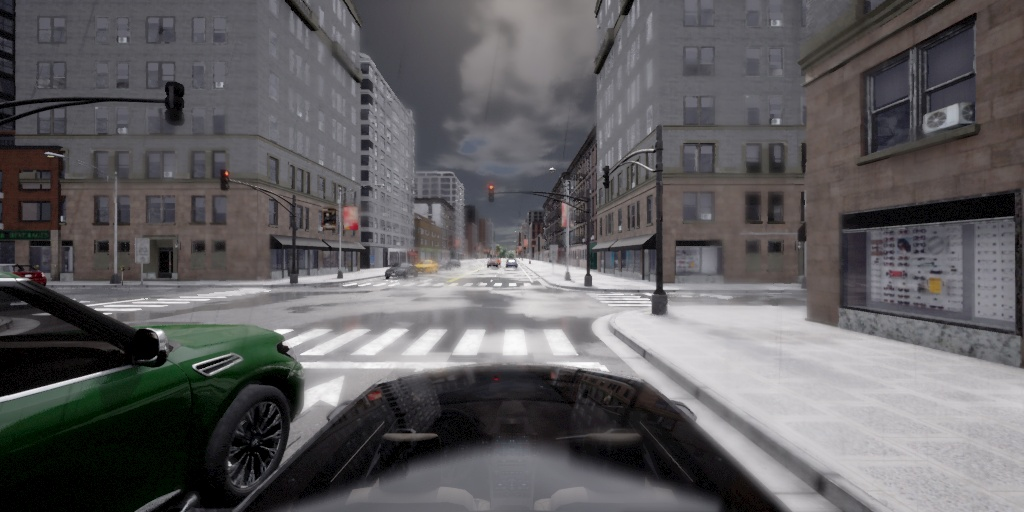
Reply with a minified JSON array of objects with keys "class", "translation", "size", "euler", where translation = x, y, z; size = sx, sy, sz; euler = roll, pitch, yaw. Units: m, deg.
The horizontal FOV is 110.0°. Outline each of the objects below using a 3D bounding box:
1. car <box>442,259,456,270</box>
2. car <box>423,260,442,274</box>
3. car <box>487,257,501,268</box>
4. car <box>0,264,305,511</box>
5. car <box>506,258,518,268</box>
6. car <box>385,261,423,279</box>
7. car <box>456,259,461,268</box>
[{"class":"car","translation":[-9.885,1.242,51.437],"size":[2.128,1.511,4.902],"euler":[0,0,0]},{"class":"car","translation":[-9.879,1.230,41.625],"size":[1.882,1.535,5.008],"euler":[0,0,0]},{"class":"car","translation":[-3.303,1.349,61.876],"size":[1.895,1.301,4.718],"euler":[0,0,0]},{"class":"car","translation":[-3.148,0.971,1.216],"size":[2.150,2.045,5.566],"euler":[0,0,0]},{"class":"car","translation":[-0.053,1.312,61.849],"size":[1.994,1.385,4.181],"euler":[0,0,0]},{"class":"car","translation":[-9.872,1.279,32.428],"size":[1.812,1.442,4.674],"euler":[0,0,2]},{"class":"car","translation":[-9.853,1.273,61.455],"size":[1.812,1.442,4.674],"euler":[0,0,0]}]
